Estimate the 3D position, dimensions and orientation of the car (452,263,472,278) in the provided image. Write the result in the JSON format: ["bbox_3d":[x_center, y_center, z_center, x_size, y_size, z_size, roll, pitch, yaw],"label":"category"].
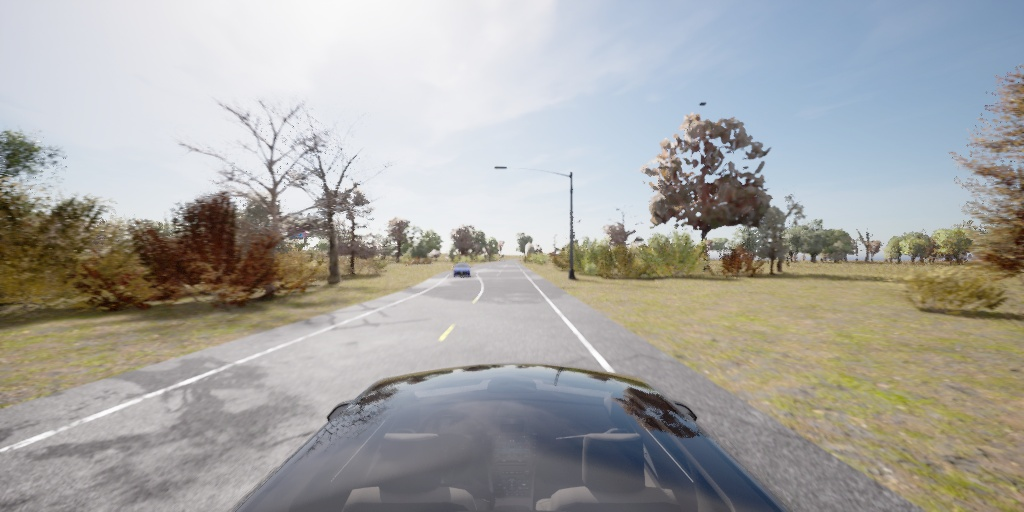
[{"bbox_3d":[-5.549,1.553,39.958,1.882,1.535,5.008,0,0,-7],"label":"car"}]
